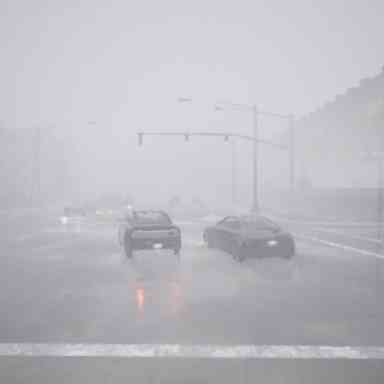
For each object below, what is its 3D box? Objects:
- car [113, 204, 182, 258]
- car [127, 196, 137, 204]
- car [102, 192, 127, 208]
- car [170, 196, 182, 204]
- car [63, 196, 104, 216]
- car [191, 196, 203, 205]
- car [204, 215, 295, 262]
[{"bbox_3d":[-1.730,1.442,12.636,2.128,1.511,4.902,0,0,-16],"label":"car"},{"bbox_3d":[-9.805,1.363,51.456,1.994,1.385,4.181,0,0,2],"label":"car"},{"bbox_3d":[-10.111,1.060,41.482,2.150,2.045,5.566,0,0,2],"label":"car"},{"bbox_3d":[-2.670,1.331,55.597,2.033,1.411,5.357,0,0,1],"label":"car"},{"bbox_3d":[-10.367,1.424,31.552,2.033,1.411,5.357,0,0,2],"label":"car"},{"bbox_3d":[0.828,1.331,55.510,2.033,1.411,5.357,0,0,1],"label":"car"},{"bbox_3d":[1.891,1.517,12.099,1.994,1.385,4.181,0,0,-17],"label":"car"}]
